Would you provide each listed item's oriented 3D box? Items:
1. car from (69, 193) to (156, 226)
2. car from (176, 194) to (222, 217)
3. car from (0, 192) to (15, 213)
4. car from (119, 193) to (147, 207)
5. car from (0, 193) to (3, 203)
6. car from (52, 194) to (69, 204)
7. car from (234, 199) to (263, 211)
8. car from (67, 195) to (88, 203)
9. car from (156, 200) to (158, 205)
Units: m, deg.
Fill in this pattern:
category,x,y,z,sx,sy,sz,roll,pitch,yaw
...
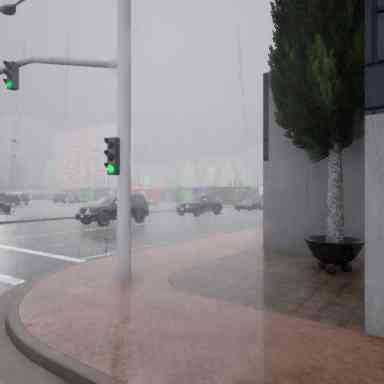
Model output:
category,x,y,z,sx,sy,sz,roll,pitch,yaw
car,-5.479,1.221,23.733,2.150,2.045,5.566,0,0,36
car,0.797,1.221,32.131,2.150,2.045,5.566,0,0,37
car,-20.145,1.156,33.698,3.866,1.878,1.905,0,0,35
car,-8.805,1.156,49.713,3.866,1.878,1.905,0,0,35
car,-38.588,1.153,64.051,4.605,1.855,1.932,0,0,35
car,-23.097,1.153,59.848,4.605,1.855,1.932,0,0,35
car,7.204,1.547,40.640,2.033,1.411,5.357,0,0,37
car,-21.366,1.364,62.171,3.905,1.438,1.784,0,0,35
car,-7.119,1.395,52.067,3.806,1.475,1.970,0,0,35
